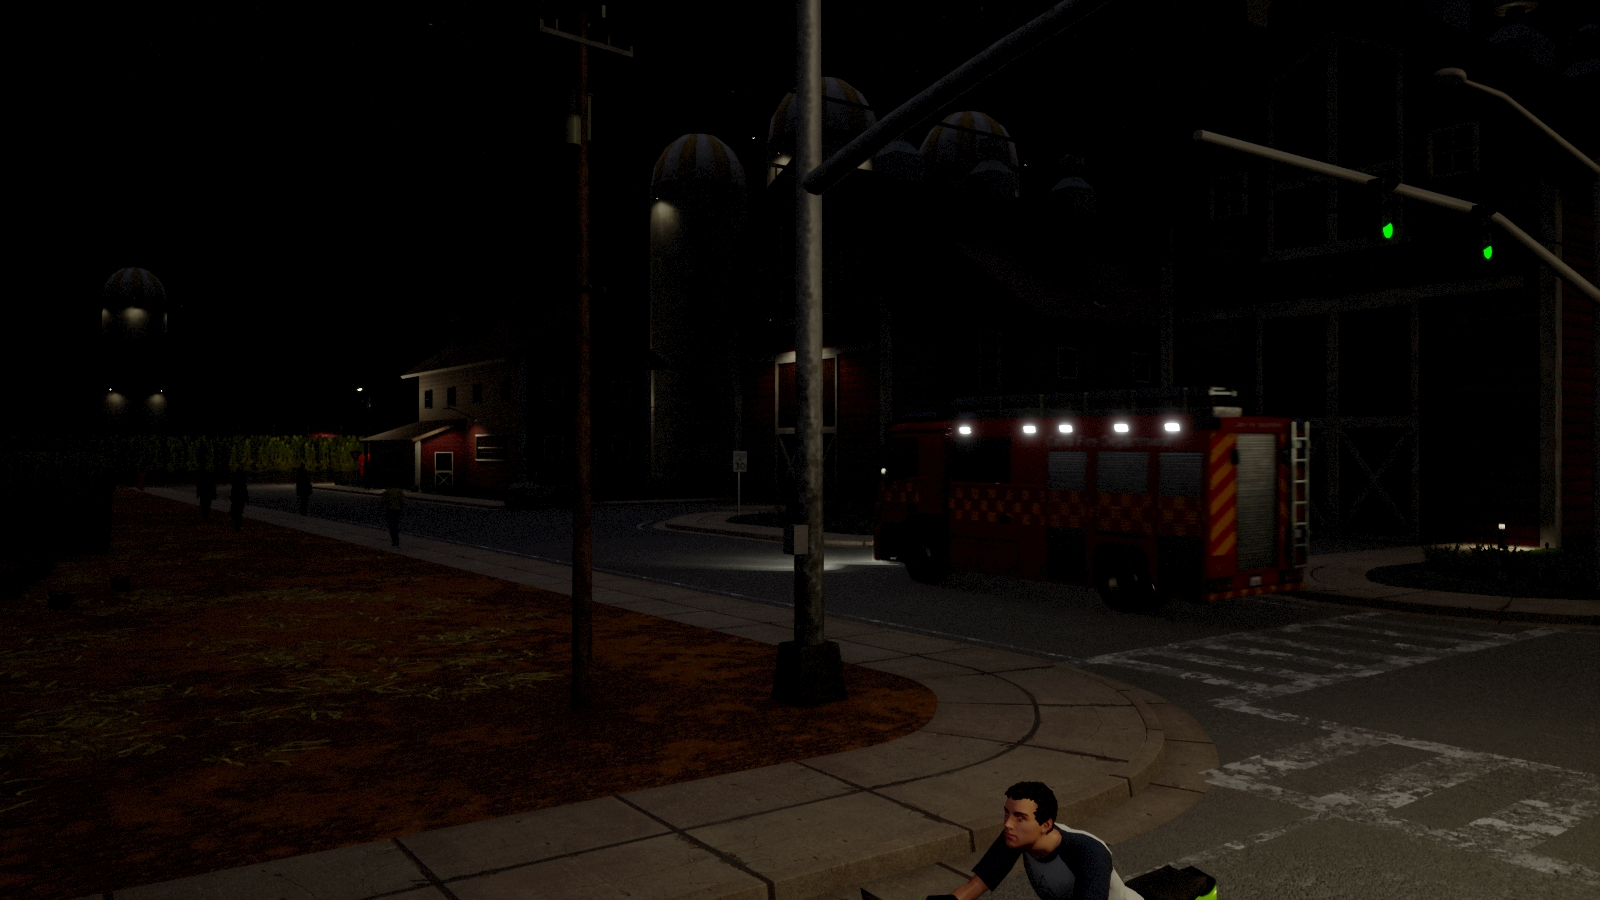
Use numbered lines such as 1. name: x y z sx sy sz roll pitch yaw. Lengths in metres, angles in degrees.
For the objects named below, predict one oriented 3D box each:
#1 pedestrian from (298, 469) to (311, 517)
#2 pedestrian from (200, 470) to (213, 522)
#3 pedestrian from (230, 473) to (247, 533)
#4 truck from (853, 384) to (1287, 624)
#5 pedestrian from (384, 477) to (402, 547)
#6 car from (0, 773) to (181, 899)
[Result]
1. pedestrian: -19.435 1.664 44.773 0.375 1.860 0.375 0 0 -39
2. pedestrian: -21.629 1.666 41.653 0.375 1.860 0.375 0 0 -35
3. pedestrian: -17.753 1.667 36.116 0.375 1.860 0.375 0 0 -8
4. truck: 4.818 0.845 22.480 2.891 3.827 8.468 0 0 -36
5. pedestrian: -10.967 1.665 30.798 0.375 1.860 0.375 0 0 -32
6. car: -3.384 1.906 1.453 4.553 1.767 2.097 0 0 -35
